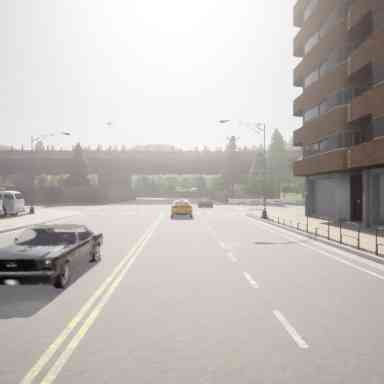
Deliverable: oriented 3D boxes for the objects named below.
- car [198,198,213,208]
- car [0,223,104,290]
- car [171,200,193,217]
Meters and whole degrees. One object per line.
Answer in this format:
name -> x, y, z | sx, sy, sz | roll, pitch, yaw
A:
car -> 1.914, 1.530, 48.381 | 1.994, 1.385, 4.181 | 0, 0, -2
car -> -3.876, 1.601, 9.219 | 1.895, 1.301, 4.718 | 0, 0, -2
car -> -0.963, 1.478, 31.023 | 1.882, 1.535, 5.008 | 0, 0, -2
